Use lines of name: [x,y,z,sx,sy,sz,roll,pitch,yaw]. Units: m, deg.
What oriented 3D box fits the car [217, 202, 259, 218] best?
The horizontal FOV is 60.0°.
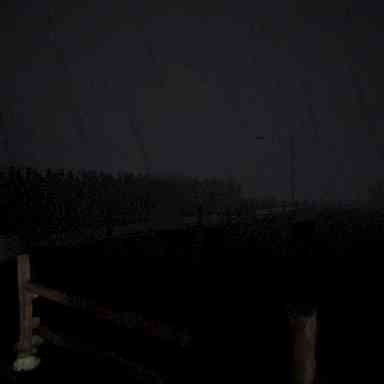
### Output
car: [4.209,1.569,29.973,2.033,1.411,5.357,0,0,34]
